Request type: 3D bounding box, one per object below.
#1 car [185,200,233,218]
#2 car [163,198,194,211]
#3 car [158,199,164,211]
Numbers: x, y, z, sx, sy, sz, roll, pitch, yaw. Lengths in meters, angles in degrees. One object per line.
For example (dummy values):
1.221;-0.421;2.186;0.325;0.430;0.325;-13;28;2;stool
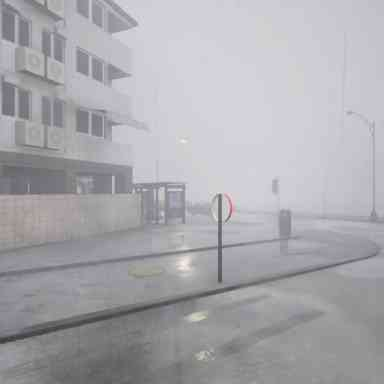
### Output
1.551;1.601;30.462;1.895;1.301;4.718;0;0;-35;car
-1.828;1.564;42.446;1.994;1.385;4.181;0;0;-35;car
-4.080;1.547;38.376;2.033;1.411;5.357;0;0;-35;car
